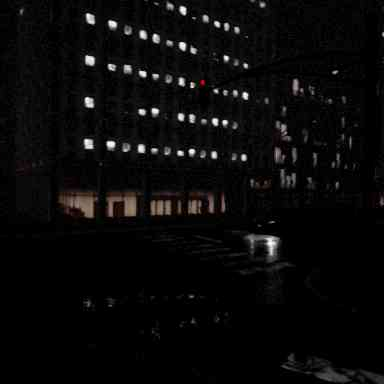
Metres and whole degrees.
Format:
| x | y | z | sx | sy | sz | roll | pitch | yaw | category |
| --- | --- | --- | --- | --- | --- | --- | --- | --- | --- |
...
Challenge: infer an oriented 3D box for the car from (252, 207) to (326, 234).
| x | y | z | sx | sy | sz | roll | pitch | yaw | category |
| --- | --- | --- | --- | --- | --- | --- | --- | --- | --- |
| 5.794 | 1.663 | 20.390 | 4.674 | 1.442 | 1.812 | 0 | 1 | -34 | car |

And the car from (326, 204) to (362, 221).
| x | y | z | sx | sy | sz | roll | pitch | yaw | category |
| --- | --- | --- | --- | --- | --- | --- | --- | --- | --- |
| 13.200 | 1.682 | 28.354 | 4.403 | 1.369 | 2.008 | 0 | 1 | -34 | car |
